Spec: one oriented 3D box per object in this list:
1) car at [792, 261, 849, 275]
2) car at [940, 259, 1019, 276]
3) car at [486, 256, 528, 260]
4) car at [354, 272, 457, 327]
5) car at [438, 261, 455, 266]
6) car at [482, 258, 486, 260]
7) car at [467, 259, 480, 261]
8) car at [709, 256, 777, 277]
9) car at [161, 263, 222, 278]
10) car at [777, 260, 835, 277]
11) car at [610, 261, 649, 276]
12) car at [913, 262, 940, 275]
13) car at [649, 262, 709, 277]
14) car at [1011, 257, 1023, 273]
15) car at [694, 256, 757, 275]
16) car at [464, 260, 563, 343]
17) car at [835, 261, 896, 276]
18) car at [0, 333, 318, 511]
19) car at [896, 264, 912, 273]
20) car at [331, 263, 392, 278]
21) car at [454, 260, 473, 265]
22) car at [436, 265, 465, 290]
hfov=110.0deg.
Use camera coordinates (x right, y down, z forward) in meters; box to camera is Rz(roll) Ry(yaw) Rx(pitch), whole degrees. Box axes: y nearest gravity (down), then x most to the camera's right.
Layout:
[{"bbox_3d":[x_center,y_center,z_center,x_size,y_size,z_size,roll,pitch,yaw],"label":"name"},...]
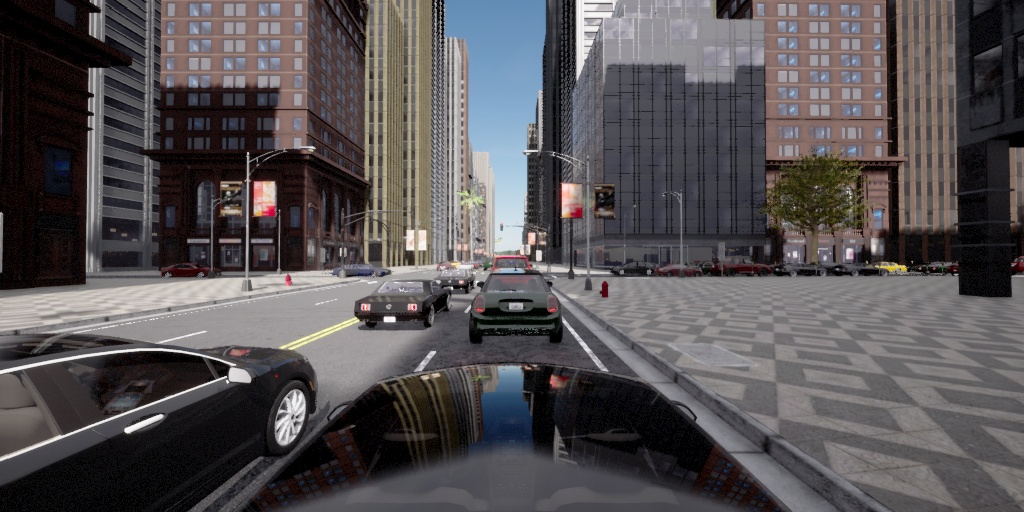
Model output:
[{"bbox_3d":[33.424,1.286,38.970,4.674,1.442,1.812,0,-1,-1],"label":"car"},{"bbox_3d":[43.439,1.214,33.378,4.507,1.381,1.888,0,0,-1],"label":"car"},{"bbox_3d":[-0.038,1.003,19.380,2.150,2.045,5.566,0,0,0],"label":"car"},{"bbox_3d":[-3.168,1.361,11.507,1.895,1.301,4.718,0,0,0],"label":"car"},{"bbox_3d":[-9.948,1.504,53.076,1.812,1.442,4.674,0,0,-3],"label":"car"},{"bbox_3d":[-3.246,1.235,57.957,2.150,2.045,5.566,0,0,-1],"label":"car"},{"bbox_3d":[-6.701,1.634,60.986,1.895,1.301,4.718,0,0,0],"label":"car"},{"bbox_3d":[20.889,1.041,32.980,5.009,1.841,2.192,0,0,-1],"label":"car"},{"bbox_3d":[-31.018,1.443,34.818,5.008,1.535,1.882,0,-1,0],"label":"car"},{"bbox_3d":[26.526,1.276,33.079,4.313,1.339,1.948,0,0,-1],"label":"car"},{"bbox_3d":[13.027,1.326,38.617,4.892,1.490,1.837,0,-1,-1],"label":"car"},{"bbox_3d":[43.903,1.299,35.962,4.718,1.301,1.895,0,-1,-1],"label":"car"},{"bbox_3d":[15.251,1.328,32.880,4.207,1.307,1.802,0,0,-1],"label":"car"},{"bbox_3d":[49.077,0.973,33.477,5.009,1.841,2.192,0,0,-1],"label":"car"},{"bbox_3d":[23.066,1.010,38.804,5.566,2.045,2.150,0,-1,-2],"label":"car"},{"bbox_3d":[0.080,1.109,9.860,2.097,1.767,4.553,0,0,0],"label":"car"},{"bbox_3d":[32.163,1.260,33.178,4.313,1.339,1.948,0,0,-1],"label":"car"},{"bbox_3d":[-3.151,1.255,2.186,1.837,1.490,4.892,0,0,0],"label":"car"},{"bbox_3d":[43.124,1.296,41.898,4.829,1.417,1.751,0,0,-1],"label":"car"},{"bbox_3d":[-14.724,1.436,35.221,5.357,1.411,2.033,0,0,-6],"label":"car"},{"bbox_3d":[-6.702,1.571,51.822,1.895,1.301,4.718,0,0,0],"label":"car"},{"bbox_3d":[-3.191,1.388,20.675,1.895,1.301,4.718,0,0,0],"label":"car"}]
